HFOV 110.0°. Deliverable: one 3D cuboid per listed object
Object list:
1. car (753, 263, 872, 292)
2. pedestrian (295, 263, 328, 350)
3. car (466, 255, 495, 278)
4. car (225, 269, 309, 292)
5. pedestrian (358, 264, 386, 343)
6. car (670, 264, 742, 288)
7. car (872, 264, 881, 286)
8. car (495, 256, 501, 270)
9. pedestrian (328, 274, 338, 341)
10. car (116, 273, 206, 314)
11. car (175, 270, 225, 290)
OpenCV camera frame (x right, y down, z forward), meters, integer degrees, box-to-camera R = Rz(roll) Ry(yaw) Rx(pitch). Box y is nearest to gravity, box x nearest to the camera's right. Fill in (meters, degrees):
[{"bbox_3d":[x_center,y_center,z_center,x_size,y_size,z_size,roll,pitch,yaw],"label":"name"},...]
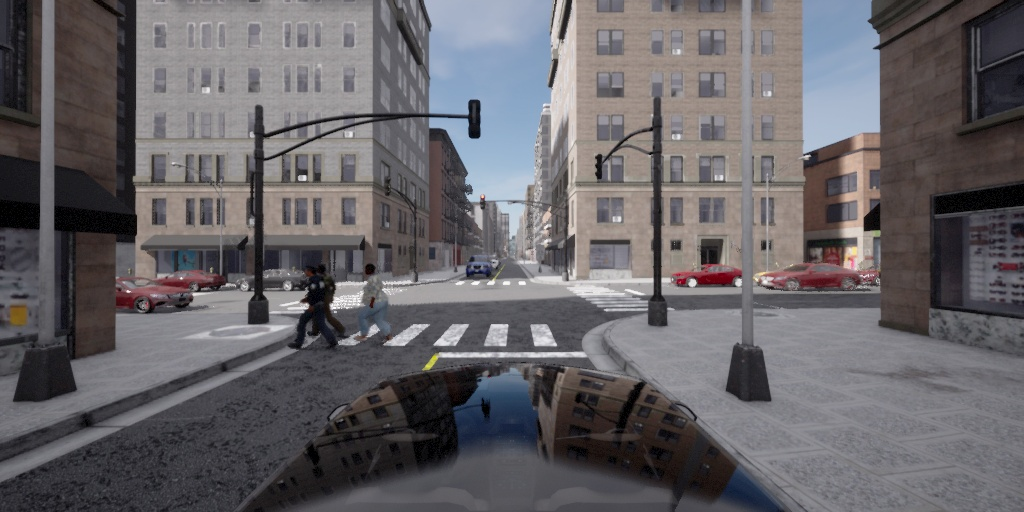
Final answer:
[{"bbox_3d":[15.944,1.118,19.261,4.674,1.442,1.812,-1,0,0],"label":"car"},{"bbox_3d":[-4.211,1.043,7.551,0.375,1.860,0.375,0,0,0],"label":"pedestrian"},{"bbox_3d":[-3.119,0.950,34.679,2.150,2.045,5.566,0,1,0],"label":"car"},{"bbox_3d":[-14.632,1.455,22.209,4.403,1.370,2.007,0,0,0],"label":"car"},{"bbox_3d":[-3.178,1.043,8.152,0.375,1.860,0.375,0,0,0],"label":"pedestrian"},{"bbox_3d":[12.131,1.186,22.039,4.507,1.381,1.888,0,0,0],"label":"car"},{"bbox_3d":[23.116,1.117,21.969,4.207,1.307,1.802,0,0,0],"label":"car"},{"bbox_3d":[-3.118,0.927,51.284,2.150,2.045,5.566,0,0,0],"label":"car"},{"bbox_3d":[-4.594,1.042,8.752,0.375,1.860,0.375,0,0,0],"label":"pedestrian"},{"bbox_3d":[-14.661,1.449,13.684,4.207,1.307,1.802,0,0,0],"label":"car"},{"bbox_3d":[-20.161,1.541,22.245,4.207,1.307,1.802,0,0,0],"label":"car"}]
